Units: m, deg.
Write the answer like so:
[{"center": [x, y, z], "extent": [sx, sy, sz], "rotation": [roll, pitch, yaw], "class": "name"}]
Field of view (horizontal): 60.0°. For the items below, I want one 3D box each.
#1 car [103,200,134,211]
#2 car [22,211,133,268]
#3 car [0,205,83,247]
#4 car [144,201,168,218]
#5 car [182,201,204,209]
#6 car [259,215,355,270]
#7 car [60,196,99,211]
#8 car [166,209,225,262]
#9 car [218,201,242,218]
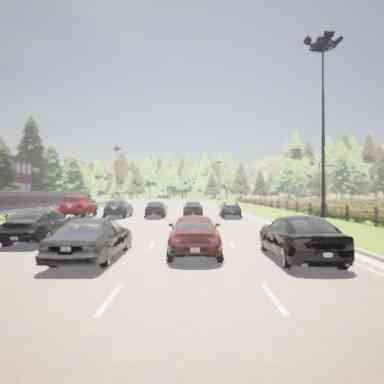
[{"center": [-6.901, 1.492, 31.524], "extent": [2.097, 1.767, 4.553], "rotation": [0, 0, 0], "class": "car"}, {"center": [-3.400, 1.599, 11.457], "extent": [2.033, 1.411, 5.357], "rotation": [0, 0, 0], "class": "car"}, {"center": [-6.900, 1.573, 15.330], "extent": [1.837, 1.490, 4.892], "rotation": [0, 0, 0], "class": "car"}, {"center": [-3.401, 1.646, 31.856], "extent": [1.837, 1.490, 4.892], "rotation": [0, 0, 0], "class": "car"}, {"center": [0.101, 1.646, 31.861], "extent": [1.837, 1.490, 4.892], "rotation": [0, 0, 0], "class": "car"}, {"center": [3.600, 1.528, 11.275], "extent": [1.882, 1.535, 5.008], "rotation": [0, 0, 0], "class": "car"}, {"center": [-10.401, 1.359, 30.868], "extent": [2.150, 2.045, 5.566], "rotation": [0, 0, 0], "class": "car"}, {"center": [0.086, 1.580, 12.205], "extent": [1.812, 1.442, 4.674], "rotation": [0, 0, 0], "class": "car"}, {"center": [3.600, 1.632, 31.784], "extent": [2.128, 1.511, 4.902], "rotation": [0, 0, 0], "class": "car"}]
